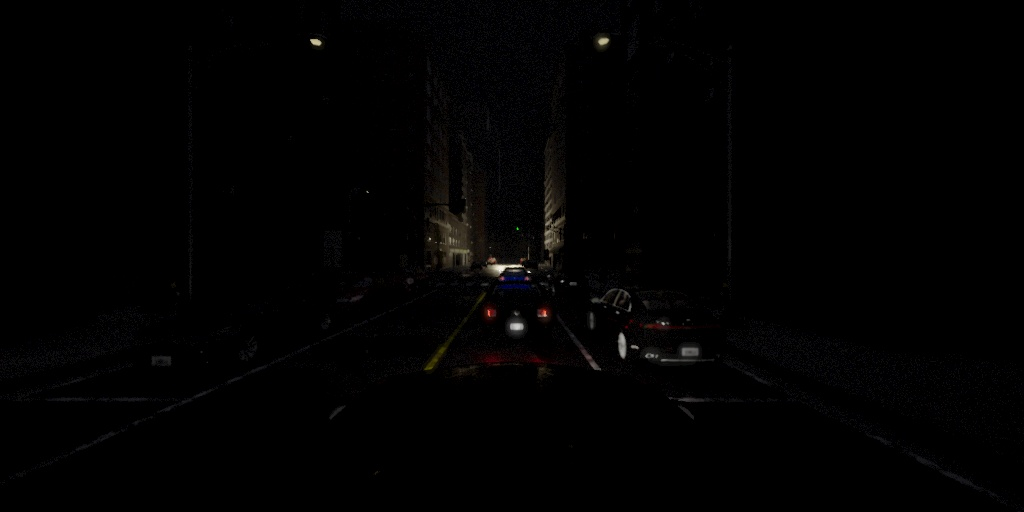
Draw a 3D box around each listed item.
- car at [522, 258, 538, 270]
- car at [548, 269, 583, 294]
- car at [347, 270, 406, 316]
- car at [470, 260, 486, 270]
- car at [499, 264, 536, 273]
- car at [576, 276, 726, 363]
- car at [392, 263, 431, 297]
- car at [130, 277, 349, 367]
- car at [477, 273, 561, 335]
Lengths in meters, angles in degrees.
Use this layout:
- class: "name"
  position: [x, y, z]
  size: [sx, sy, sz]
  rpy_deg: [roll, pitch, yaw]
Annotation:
- class: "car"
  position: [3.031, 1.323, 56.038]
  size: [1.967, 1.591, 4.097]
  rpy_deg: [0, 0, 0]
- class: "car"
  position: [2.901, 1.347, 18.949]
  size: [1.948, 1.339, 4.313]
  rpy_deg: [0, 0, 0]
- class: "car"
  position: [-5.639, 1.353, 13.470]
  size: [1.802, 1.307, 4.207]
  rpy_deg: [0, 0, 0]
- class: "car"
  position: [-5.494, 1.465, 56.073]
  size: [1.802, 1.307, 4.207]
  rpy_deg: [0, 0, 0]
- class: "car"
  position: [0.152, 1.351, 21.461]
  size: [1.994, 1.385, 4.181]
  rpy_deg: [0, 0, 0]
- class: "car"
  position: [2.872, 1.312, 7.947]
  size: [2.007, 1.370, 4.403]
  rpy_deg: [0, 0, 0]
- class: "car"
  position: [-5.625, 1.221, 18.972]
  size: [1.967, 1.591, 4.097]
  rpy_deg: [0, 0, 0]
- class: "car"
  position: [-5.653, 1.327, 7.969]
  size: [1.948, 1.339, 4.313]
  rpy_deg: [0, 0, 0]
- class: "car"
  position: [0.118, 1.367, 10.619]
  size: [1.895, 1.301, 4.718]
  rpy_deg: [0, 0, 0]
